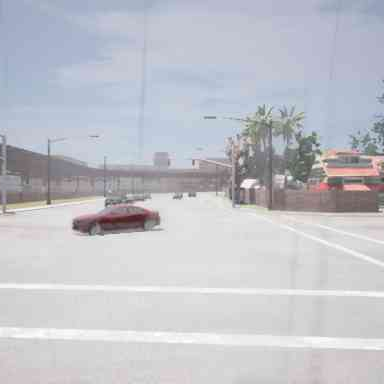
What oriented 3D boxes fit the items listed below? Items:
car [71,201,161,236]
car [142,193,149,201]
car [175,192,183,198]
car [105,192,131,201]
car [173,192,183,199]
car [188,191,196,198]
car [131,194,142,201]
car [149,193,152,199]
[{"bbox_3d":[-4.158,1.470,18.664,5.008,1.535,1.882,0,0,-35],"label":"car"},{"bbox_3d":[-10.436,1.142,66.245,1.994,1.385,4.181,0,1,0],"label":"car"},{"bbox_3d":[-3.416,0.709,87.201,1.994,1.385,4.181,0,1,0],"label":"car"},{"bbox_3d":[-10.509,1.082,46.405,2.150,2.045,5.566,0,1,1],"label":"car"},{"bbox_3d":[-3.425,0.963,76.883,1.895,1.301,4.718,0,1,0],"label":"car"},{"bbox_3d":[0.084,0.519,86.839,2.097,1.767,4.553,0,1,0],"label":"car"},{"bbox_3d":[-10.445,1.286,56.527,2.033,1.411,5.357,0,1,0],"label":"car"},{"bbox_3d":[-10.426,0.897,76.577,1.812,1.442,4.674,0,1,0],"label":"car"}]
